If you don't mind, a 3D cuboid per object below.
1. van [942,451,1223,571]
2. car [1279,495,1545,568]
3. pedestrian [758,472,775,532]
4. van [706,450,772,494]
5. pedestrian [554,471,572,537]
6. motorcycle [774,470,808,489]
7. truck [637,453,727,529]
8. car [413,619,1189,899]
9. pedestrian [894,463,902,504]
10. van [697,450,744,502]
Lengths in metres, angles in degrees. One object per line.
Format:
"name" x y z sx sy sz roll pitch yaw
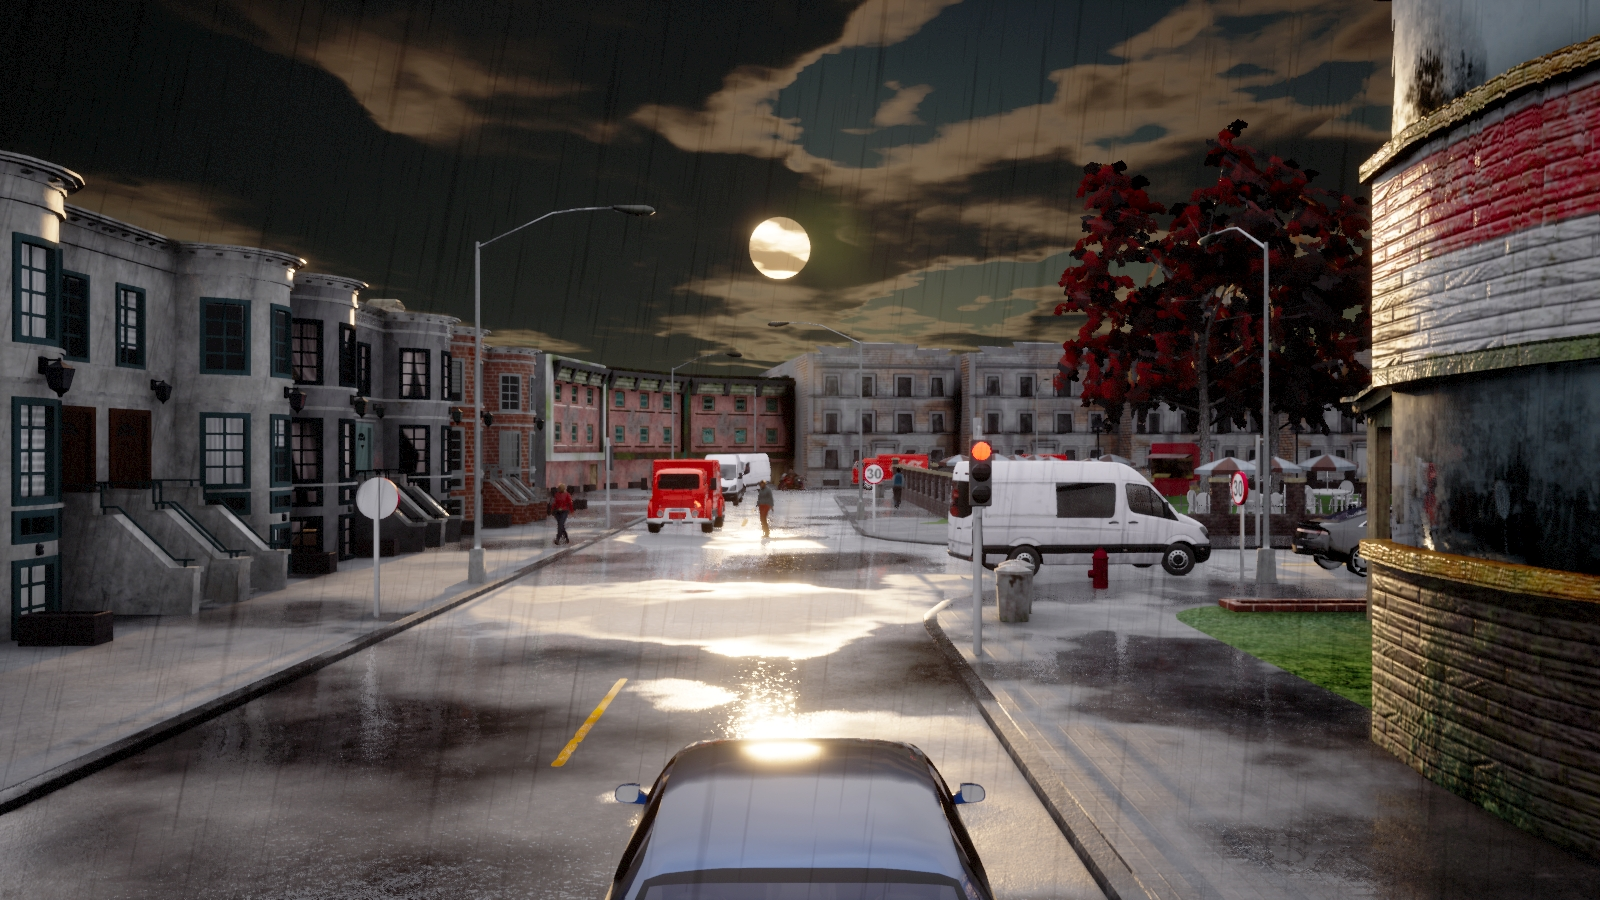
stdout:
"van" 6.389 1.304 26.031 5.915 2.561 1.988 0 0 -11
"car" 13.778 1.817 25.951 4.902 1.511 2.128 0 0 -1
"pedestrian" -1.053 1.615 35.923 0.375 1.860 0.375 0 0 37
"van" -3.693 1.287 70.578 1.988 2.561 5.915 0 0 19
"pedestrian" -6.669 1.513 32.167 0.375 1.860 0.375 0 0 12
"motorcycle" -0.574 1.958 76.400 2.209 1.251 0.867 0 0 -39
"truck" -4.014 1.333 39.953 2.627 2.467 5.204 0 0 0
"car" -0.001 1.884 5.268 2.033 1.411 5.357 0 0 0
"pedestrian" 4.449 1.505 51.936 0.375 1.860 0.375 0 0 6
"van" -4.053 1.292 59.012 1.988 2.561 5.915 0 0 0
